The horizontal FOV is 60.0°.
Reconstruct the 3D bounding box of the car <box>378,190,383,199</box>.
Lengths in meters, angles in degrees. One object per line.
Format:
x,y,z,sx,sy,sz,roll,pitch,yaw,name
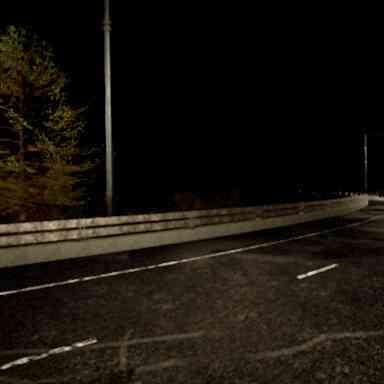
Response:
34.868,0.400,59.733,2.128,1.511,4.902,-1,1,18,car
